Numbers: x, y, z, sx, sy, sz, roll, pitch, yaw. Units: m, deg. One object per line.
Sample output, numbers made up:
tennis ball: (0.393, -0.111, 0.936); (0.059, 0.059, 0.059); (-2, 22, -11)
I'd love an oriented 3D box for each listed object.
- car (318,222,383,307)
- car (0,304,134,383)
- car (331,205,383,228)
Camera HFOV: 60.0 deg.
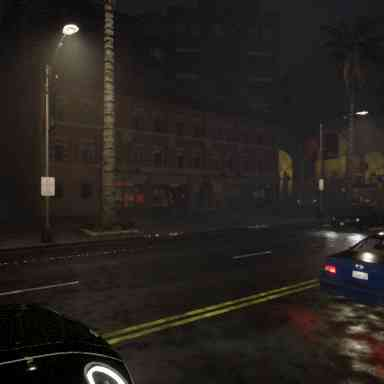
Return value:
car: (5.077, 1.547, 7.460); (5.357, 1.411, 2.033); (0, 0, -35)
car: (-2.556, 1.352, 1.868); (4.553, 1.767, 2.097); (0, 0, -36)
car: (10.336, 1.526, 20.119); (4.674, 1.442, 1.812); (0, 0, -36)
